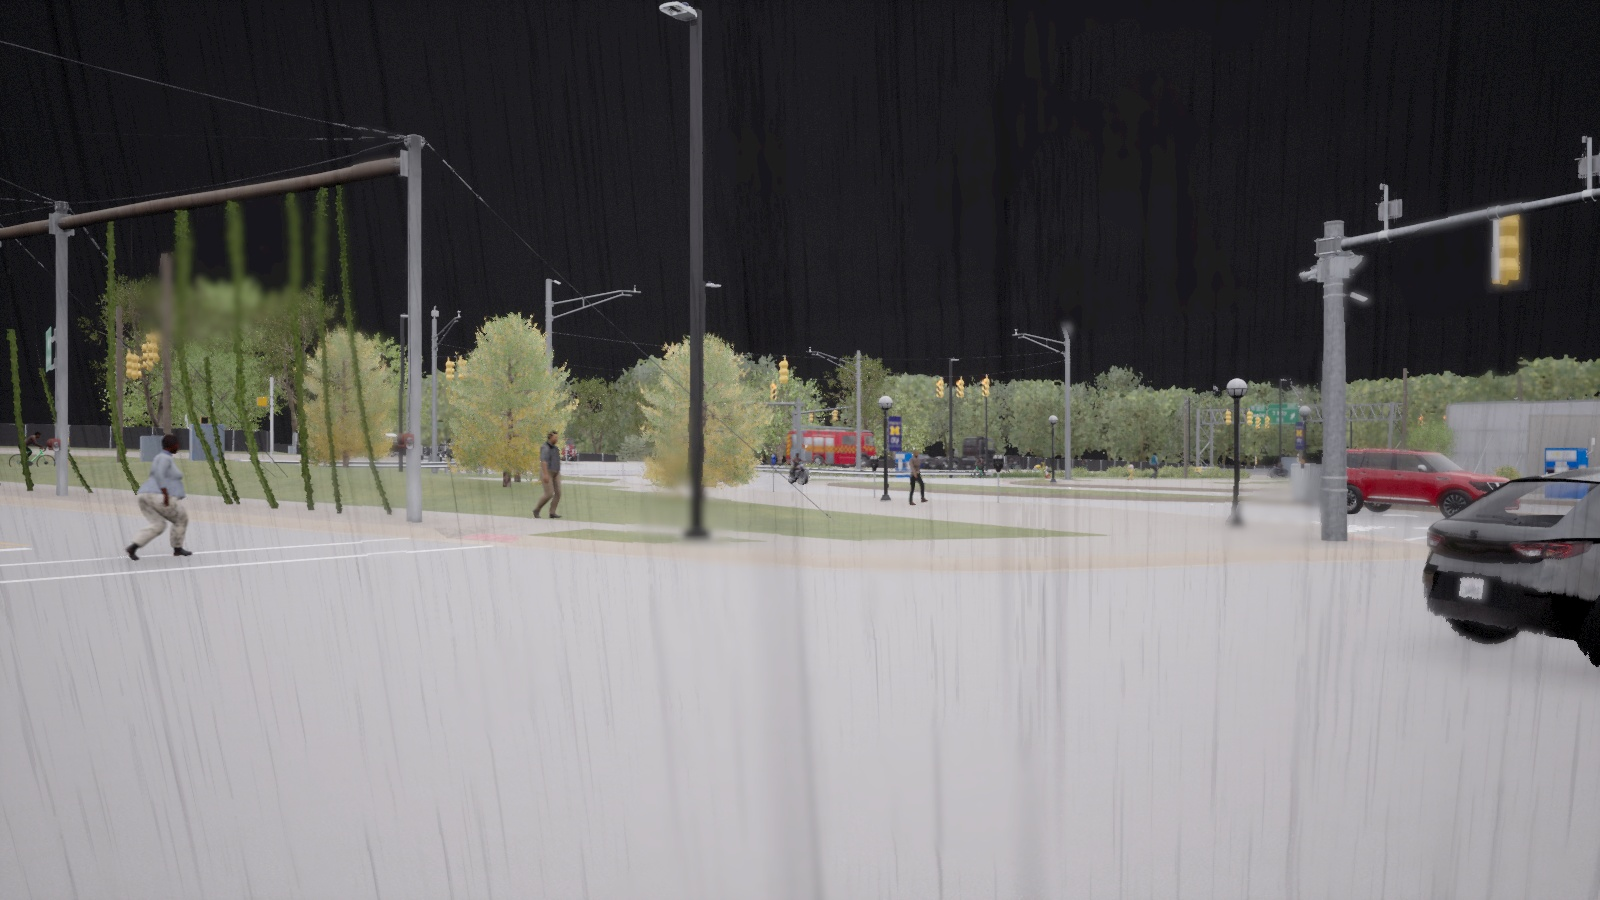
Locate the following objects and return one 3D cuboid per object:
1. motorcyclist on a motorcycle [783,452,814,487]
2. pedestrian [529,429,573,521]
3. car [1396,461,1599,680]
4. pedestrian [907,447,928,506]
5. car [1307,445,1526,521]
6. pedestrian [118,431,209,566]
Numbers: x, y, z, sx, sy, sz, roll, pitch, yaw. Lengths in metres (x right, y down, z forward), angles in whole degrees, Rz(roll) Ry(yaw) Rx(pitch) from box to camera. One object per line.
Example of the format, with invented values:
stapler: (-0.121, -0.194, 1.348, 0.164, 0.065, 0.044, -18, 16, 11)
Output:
motorcyclist on a motorcycle: (-0.099, 0.949, 63.438, 0.766, 1.649, 2.350, 2, 1, -19)
pedestrian: (-5.077, 0.504, 25.626, 0.694, 1.848, 0.540, 0, 0, 26)
car: (7.125, 0.819, 9.727, 4.193, 1.474, 1.816, -1, -1, -7)
pedestrian: (3.761, 0.843, 40.285, 0.331, 1.846, 0.634, 0, 0, -34)
car: (18.649, 0.938, 38.240, 2.150, 2.045, 5.566, 0, 1, -38)
pedestrian: (-9.066, 0.670, 17.893, 0.874, 1.855, 0.900, 0, 0, 43)
